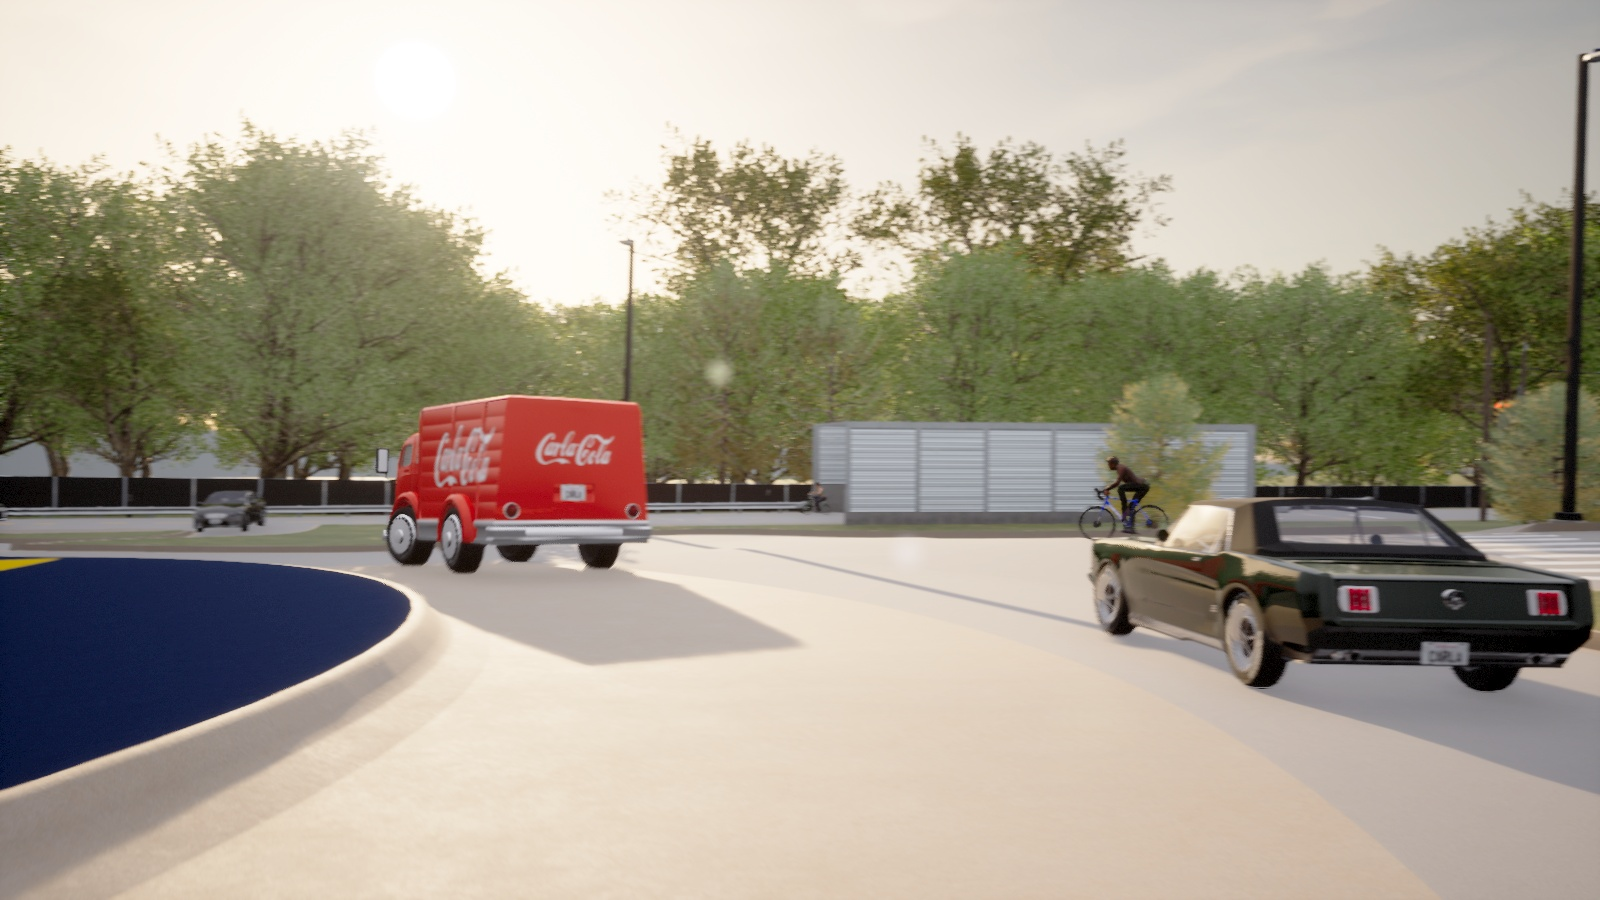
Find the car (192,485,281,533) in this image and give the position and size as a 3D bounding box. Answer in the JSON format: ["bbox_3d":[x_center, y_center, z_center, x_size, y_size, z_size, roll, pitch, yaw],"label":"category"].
[{"bbox_3d":[-21.753,2.242,48.669,2.128,1.511,4.902,0,1,-12],"label":"car"}]

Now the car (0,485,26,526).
[{"bbox_3d":[-32.933,2.137,48.361,4.902,1.511,2.128,0,1,-15],"label":"car"}]

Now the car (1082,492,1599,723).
[{"bbox_3d":[3.856,1.025,9.860,1.895,1.301,4.718,2,-2,-4],"label":"car"}]

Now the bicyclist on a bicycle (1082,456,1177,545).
[{"bbox_3d":[6.189,0.939,23.580,1.656,1.620,0.582,-2,-1,18],"label":"bicyclist on a bicycle"}]

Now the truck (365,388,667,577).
[{"bbox_3d":[-4.511,0.557,19.290,2.627,2.467,5.204,2,-3,-36],"label":"truck"}]
